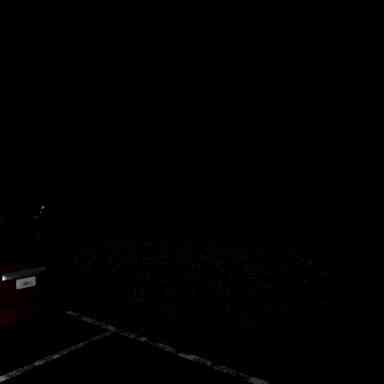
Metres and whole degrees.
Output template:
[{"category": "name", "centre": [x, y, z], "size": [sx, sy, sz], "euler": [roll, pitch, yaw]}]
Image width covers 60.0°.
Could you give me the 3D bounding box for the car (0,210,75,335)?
[{"category": "car", "centre": [-4.183, 1.318, 5.938], "size": [5.009, 1.841, 2.192], "euler": [0, -1, 36]}]

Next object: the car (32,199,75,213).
[{"category": "car", "centre": [-14.400, 1.567, 35.022], "size": [2.097, 1.767, 4.553], "euler": [-1, -1, 37]}]
